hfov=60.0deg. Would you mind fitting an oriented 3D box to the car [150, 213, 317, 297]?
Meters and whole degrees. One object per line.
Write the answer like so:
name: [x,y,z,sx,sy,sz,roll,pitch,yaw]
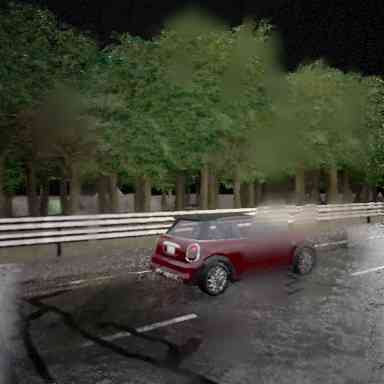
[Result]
car: [1.264,1.345,8.831,4.553,1.767,2.097,0,0,-35]
